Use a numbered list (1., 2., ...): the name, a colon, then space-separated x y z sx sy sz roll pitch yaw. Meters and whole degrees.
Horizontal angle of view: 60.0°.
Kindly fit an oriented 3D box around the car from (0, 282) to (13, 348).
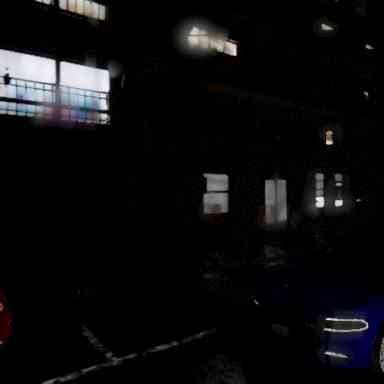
1. car: -4.261 1.588 3.481 4.206 1.307 1.802 0 -1 -36

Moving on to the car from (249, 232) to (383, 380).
1. car: 3.145 1.463 5.644 5.008 1.535 1.882 0 0 -35
